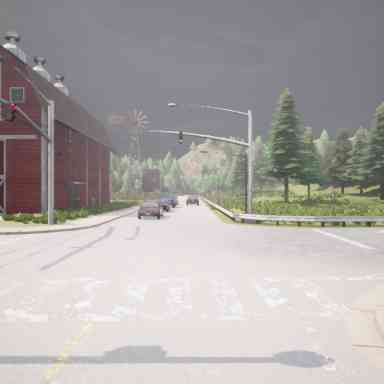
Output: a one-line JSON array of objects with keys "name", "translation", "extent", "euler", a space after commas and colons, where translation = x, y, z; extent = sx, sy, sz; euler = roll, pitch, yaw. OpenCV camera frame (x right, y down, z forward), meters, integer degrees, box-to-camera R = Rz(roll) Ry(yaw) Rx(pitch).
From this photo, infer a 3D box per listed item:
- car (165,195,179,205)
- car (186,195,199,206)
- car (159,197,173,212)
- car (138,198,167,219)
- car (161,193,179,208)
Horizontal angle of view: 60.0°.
[{"name": "car", "translation": [-3.464, 1.352, 58.241], "extent": [2.097, 1.767, 4.553], "euler": [0, 0, 0]}, {"name": "car", "translation": [0.094, 1.352, 55.549], "extent": [2.097, 1.767, 4.553], "euler": [0, 0, 0]}, {"name": "car", "translation": [-3.535, 1.601, 38.304], "extent": [1.895, 1.301, 4.718], "euler": [0, 0, 0]}, {"name": "car", "translation": [-3.551, 1.526, 29.143], "extent": [1.812, 1.442, 4.674], "euler": [0, 0, 0]}, {"name": "car", "translation": [-3.507, 1.221, 48.161], "extent": [2.150, 2.045, 5.566], "euler": [0, 0, 1]}]
